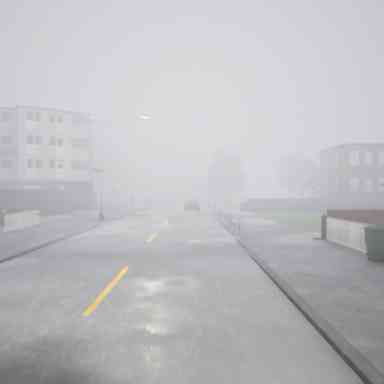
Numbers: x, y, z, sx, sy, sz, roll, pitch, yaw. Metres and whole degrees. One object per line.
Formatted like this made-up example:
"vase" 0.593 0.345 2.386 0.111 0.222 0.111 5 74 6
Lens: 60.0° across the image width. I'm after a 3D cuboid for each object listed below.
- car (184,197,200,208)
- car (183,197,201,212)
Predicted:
"car" 0.006 1.503 48.964 2.128 1.511 4.902 0 0 0
"car" 0.005 1.500 38.261 2.128 1.511 4.902 0 0 0
